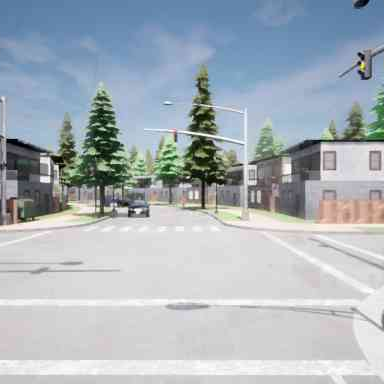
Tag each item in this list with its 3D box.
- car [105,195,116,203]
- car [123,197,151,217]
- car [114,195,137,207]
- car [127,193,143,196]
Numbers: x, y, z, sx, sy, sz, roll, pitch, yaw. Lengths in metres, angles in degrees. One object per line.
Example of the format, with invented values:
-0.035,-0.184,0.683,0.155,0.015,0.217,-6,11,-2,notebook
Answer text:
-16.507,1.318,66.785,2.097,1.767,4.553,0,0,-45,car
-4.839,1.457,30.567,2.128,1.511,4.902,0,0,-7,car
-9.840,1.566,49.315,1.895,1.301,4.718,0,0,-24,car
-10.391,1.187,58.441,2.150,2.045,5.566,0,0,-36,car
